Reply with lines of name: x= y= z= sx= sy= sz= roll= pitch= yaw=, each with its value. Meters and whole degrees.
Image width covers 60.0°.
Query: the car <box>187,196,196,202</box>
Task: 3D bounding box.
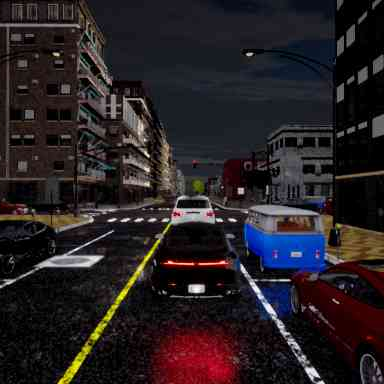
car: x=-0.170 y=1.618 z=81.435 sx=2.033 sy=1.411 sz=5.357 roll=0 pitch=0 yaw=0

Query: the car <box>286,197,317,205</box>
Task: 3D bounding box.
car: x=11.314 y=1.609 z=37.082 sx=5.357 sy=1.411 sz=2.033 roll=0 pitch=0 yaw=3

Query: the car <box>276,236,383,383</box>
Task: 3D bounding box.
car: x=2.651 y=1.582 z=4.576 sx=1.802 sy=1.307 sz=4.206 roll=0 pitch=0 yaw=0

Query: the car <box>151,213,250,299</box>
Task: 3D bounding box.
car: x=0.080 y=1.506 z=8.447 sx=1.837 sy=1.490 sz=4.892 roll=0 pitch=0 yaw=0

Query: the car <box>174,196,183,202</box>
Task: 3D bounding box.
car: x=-3.164 y=1.624 z=78.135 sx=1.994 sy=1.385 sz=4.181 roll=0 pitch=0 yaw=0

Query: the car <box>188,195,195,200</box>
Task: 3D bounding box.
car: x=-0.191 y=1.584 z=91.885 sx=1.895 sy=1.301 sz=4.718 roll=0 pitch=0 yaw=0

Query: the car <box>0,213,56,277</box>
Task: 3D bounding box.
car: x=-5.709 y=1.567 z=10.273 sx=1.947 sy=1.339 sz=4.313 roll=0 pitch=0 yaw=0

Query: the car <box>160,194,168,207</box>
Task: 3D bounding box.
car: x=-3.204 y=1.382 z=50.120 sx=2.097 sy=1.767 sz=4.553 roll=0 pitch=0 yaw=0

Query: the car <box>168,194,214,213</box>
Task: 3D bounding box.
car: x=0.051 y=1.225 z=18.448 sx=2.150 sy=2.045 sz=5.566 roll=0 pitch=0 yaw=0

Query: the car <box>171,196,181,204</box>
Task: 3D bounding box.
car: x=-3.156 y=1.580 z=68.119 sx=1.812 sy=1.442 sz=4.674 roll=0 pitch=0 yaw=0

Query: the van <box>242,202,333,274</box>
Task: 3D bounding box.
van: x=2.639 y=1.342 z=10.265 sx=1.690 sy=1.788 sz=3.998 roll=0 pitch=0 yaw=0

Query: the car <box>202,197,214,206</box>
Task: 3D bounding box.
car: x=2.578 y=1.562 z=55.222 sx=1.752 sy=1.417 sz=4.829 roll=0 pitch=0 yaw=0

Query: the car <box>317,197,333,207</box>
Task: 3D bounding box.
car: x=14.857 y=1.359 z=31.182 sx=5.009 sy=1.841 sz=2.192 roll=0 pitch=0 yaw=0

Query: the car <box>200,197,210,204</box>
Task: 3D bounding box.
car: x=2.555 y=1.633 z=66.130 sx=1.802 sy=1.307 sz=4.206 roll=0 pitch=0 yaw=0

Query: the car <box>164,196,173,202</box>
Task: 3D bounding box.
car: x=-5.861 y=1.631 z=82.730 sx=2.008 sy=1.369 sz=4.403 roll=0 pitch=0 yaw=0

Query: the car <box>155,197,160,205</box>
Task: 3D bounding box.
car: x=-5.814 y=1.569 z=60.402 sx=1.752 sy=1.417 sz=4.829 roll=0 pitch=0 yaw=0

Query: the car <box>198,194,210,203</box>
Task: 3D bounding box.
car: x=2.544 y=1.375 z=71.670 sx=2.192 sy=1.841 sz=5.009 roll=0 pitch=0 yaw=0

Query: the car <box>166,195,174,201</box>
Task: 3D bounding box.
car: x=-5.872 y=1.617 z=88.099 sx=1.752 sy=1.417 sz=4.829 roll=0 pitch=0 yaw=0

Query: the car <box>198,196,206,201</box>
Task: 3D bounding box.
car: x=2.508 y=1.643 z=88.287 sx=2.008 sy=1.369 sz=4.403 roll=0 pitch=0 yaw=0

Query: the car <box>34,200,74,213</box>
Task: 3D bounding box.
car: x=-16.004 y=1.532 z=36.830 sx=5.357 sy=1.411 sz=2.033 roll=0 pitch=0 yaw=0

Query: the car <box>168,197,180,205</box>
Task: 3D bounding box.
car: x=-3.199 y=1.642 z=59.063 sx=1.895 sy=1.301 sz=4.718 roll=0 pitch=0 yaw=0

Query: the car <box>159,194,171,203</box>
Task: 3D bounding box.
car: x=-5.836 y=1.375 z=71.652 sx=2.192 sy=1.841 sz=5.009 roll=0 pitch=0 yaw=0

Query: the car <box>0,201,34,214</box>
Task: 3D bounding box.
car: x=-17.531 y=1.535 z=31.034 sx=4.206 sy=1.307 sz=1.802 roll=0 pitch=0 yaw=0
